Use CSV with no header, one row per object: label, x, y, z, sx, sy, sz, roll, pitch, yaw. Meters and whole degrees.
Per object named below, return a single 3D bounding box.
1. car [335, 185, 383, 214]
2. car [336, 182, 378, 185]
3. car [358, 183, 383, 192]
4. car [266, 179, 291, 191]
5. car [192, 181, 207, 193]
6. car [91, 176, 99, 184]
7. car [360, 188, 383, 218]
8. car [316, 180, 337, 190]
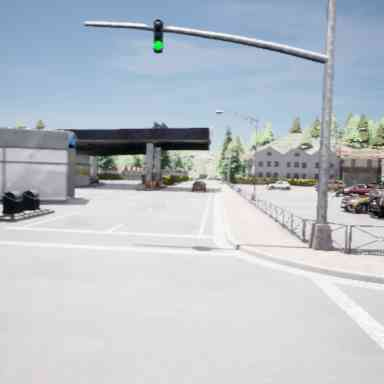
car,12.192,0.619,21.097,5.027,1.636,2.152,2,3,4
car,21.322,-0.204,42.368,4.514,1.523,2.007,2,3,4
car,33.290,-0.779,61.014,4.514,1.523,2.007,2,3,4
car,14.388,-0.988,55.246,3.806,1.475,1.970,2,3,4
car,1.074,-0.780,45.502,1.882,1.535,5.008,2,3,4
car,-18.664,-2.148,61.251,2.242,1.667,4.611,2,3,4
car,12.038,0.779,17.968,4.514,1.523,2.007,2,3,4
car,22.855,-0.976,54.727,4.605,1.855,1.932,2,3,4
